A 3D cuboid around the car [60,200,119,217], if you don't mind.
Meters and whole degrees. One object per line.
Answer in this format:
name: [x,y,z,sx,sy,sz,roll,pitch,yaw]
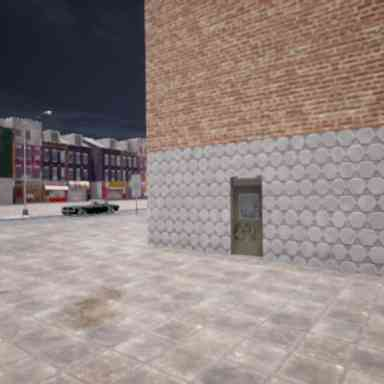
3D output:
car: [-8.401,1.327,27.613,1.895,1.301,4.718,-1,0,35]
